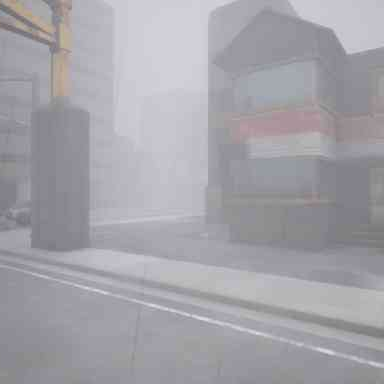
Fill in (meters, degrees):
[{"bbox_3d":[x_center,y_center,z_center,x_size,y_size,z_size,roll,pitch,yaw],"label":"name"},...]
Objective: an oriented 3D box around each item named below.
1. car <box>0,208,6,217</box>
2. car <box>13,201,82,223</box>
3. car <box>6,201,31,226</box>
[{"bbox_3d":[-12.868,1.295,25.424,4.536,1.218,1.853,0,0,-30],"label":"car"},{"bbox_3d":[-9.697,1.295,22.775,1.853,1.218,4.536,0,0,15],"label":"car"},{"bbox_3d":[-9.710,1.453,22.725,2.038,1.542,4.974,0,0,15],"label":"car"}]
